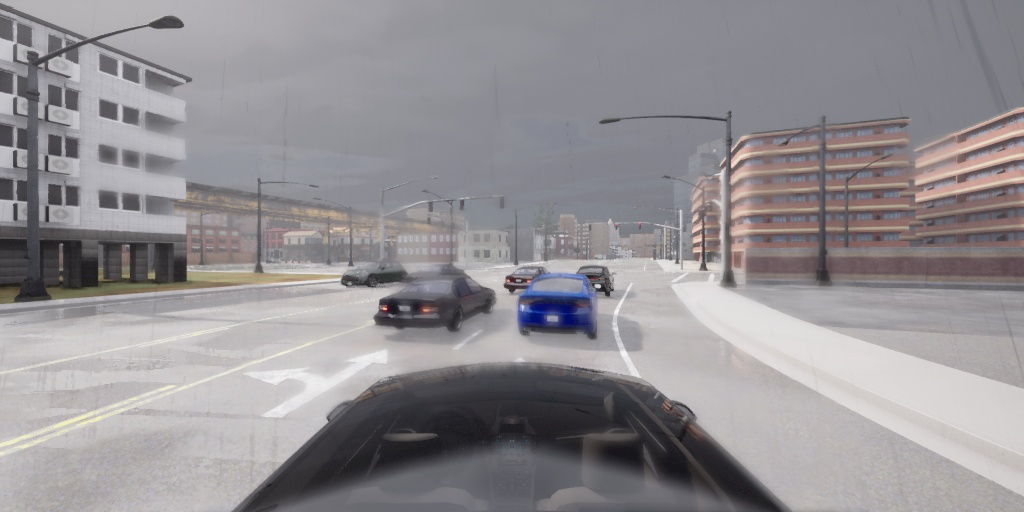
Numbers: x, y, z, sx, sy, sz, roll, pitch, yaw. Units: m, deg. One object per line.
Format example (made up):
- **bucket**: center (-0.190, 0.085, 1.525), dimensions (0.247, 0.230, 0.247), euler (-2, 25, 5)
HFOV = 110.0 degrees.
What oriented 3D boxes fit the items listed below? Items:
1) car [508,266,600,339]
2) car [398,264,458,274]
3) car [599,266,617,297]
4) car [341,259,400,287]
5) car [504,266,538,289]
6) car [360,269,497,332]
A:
- **car**: center (1.485, 1.228, 10.288), dimensions (1.882, 1.535, 5.008), euler (0, 0, 14)
- **car**: center (-5.007, 1.298, 24.449), dimensions (2.033, 1.411, 5.357), euler (0, 0, 21)
- **car**: center (4.416, 1.255, 19.210), dimensions (1.837, 1.490, 4.892), euler (0, 0, 19)
- **car**: center (-9.016, 1.101, 23.783), dimensions (2.097, 1.767, 4.553), euler (0, 0, 21)
- **car**: center (1.189, 1.297, 20.539), dimensions (2.033, 1.411, 5.357), euler (0, 0, 20)
- **car**: center (-1.977, 1.297, 10.976), dimensions (2.033, 1.411, 5.357), euler (0, 0, 13)
